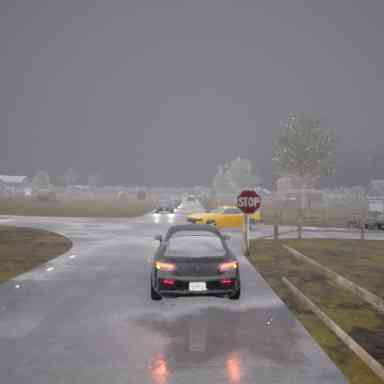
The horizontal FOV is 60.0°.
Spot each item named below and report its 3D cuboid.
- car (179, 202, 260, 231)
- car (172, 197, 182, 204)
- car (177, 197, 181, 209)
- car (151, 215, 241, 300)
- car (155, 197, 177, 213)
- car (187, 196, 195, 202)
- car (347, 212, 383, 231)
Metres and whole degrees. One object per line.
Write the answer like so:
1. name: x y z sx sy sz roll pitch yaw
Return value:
1. car: 2.006 1.609 20.904 5.008 1.535 1.882 2 0 -31
2. car: -2.943 1.664 65.973 1.895 1.301 4.718 0 0 0
3. car: -2.953 1.596 46.284 1.994 1.385 4.181 0 0 0
4. car: 0.027 1.528 8.265 1.812 1.442 4.674 0 0 -2
5. car: -2.939 1.529 37.139 1.837 1.490 4.892 0 0 0
6. car: -0.192 1.563 78.464 1.882 1.535 5.008 0 0 0
7. car: 14.022 2.158 23.638 5.357 1.411 2.033 2 0 0
